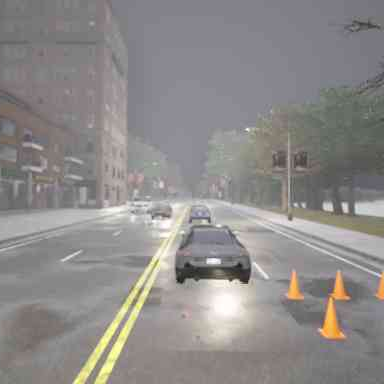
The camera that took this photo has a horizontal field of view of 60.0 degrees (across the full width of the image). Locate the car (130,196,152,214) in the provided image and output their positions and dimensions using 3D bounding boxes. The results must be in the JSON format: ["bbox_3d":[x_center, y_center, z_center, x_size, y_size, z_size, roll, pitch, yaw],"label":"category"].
[{"bbox_3d":[-5.970,1.540,40.272,2.150,2.045,5.566,0,-1,0],"label":"car"}]

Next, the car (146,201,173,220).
[{"bbox_3d":[-2.779,1.822,31.980,2.033,1.411,5.357,0,0,0],"label":"car"}]

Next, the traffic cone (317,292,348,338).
[{"bbox_3d":[2.278,2.020,5.448,0.340,0.580,0.340,0,-1,0],"label":"traffic cone"}]

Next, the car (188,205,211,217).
[{"bbox_3d":[0.645,1.810,28.698,2.033,1.411,5.357,0,0,0],"label":"car"}]

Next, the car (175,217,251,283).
[{"bbox_3d":[0.538,1.667,10.059,1.994,1.385,4.181,0,-1,0],"label":"car"}]

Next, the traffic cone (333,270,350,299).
[{"bbox_3d":[3.290,2.043,7.442,0.340,0.580,0.340,0,-1,0],"label":"traffic cone"}]

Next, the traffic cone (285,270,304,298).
[{"bbox_3d":[2.290,2.040,7.448,0.340,0.580,0.340,0,-1,0],"label":"traffic cone"}]

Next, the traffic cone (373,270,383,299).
[{"bbox_3d":[4.289,2.047,7.436,0.340,0.580,0.340,0,-1,0],"label":"traffic cone"}]
